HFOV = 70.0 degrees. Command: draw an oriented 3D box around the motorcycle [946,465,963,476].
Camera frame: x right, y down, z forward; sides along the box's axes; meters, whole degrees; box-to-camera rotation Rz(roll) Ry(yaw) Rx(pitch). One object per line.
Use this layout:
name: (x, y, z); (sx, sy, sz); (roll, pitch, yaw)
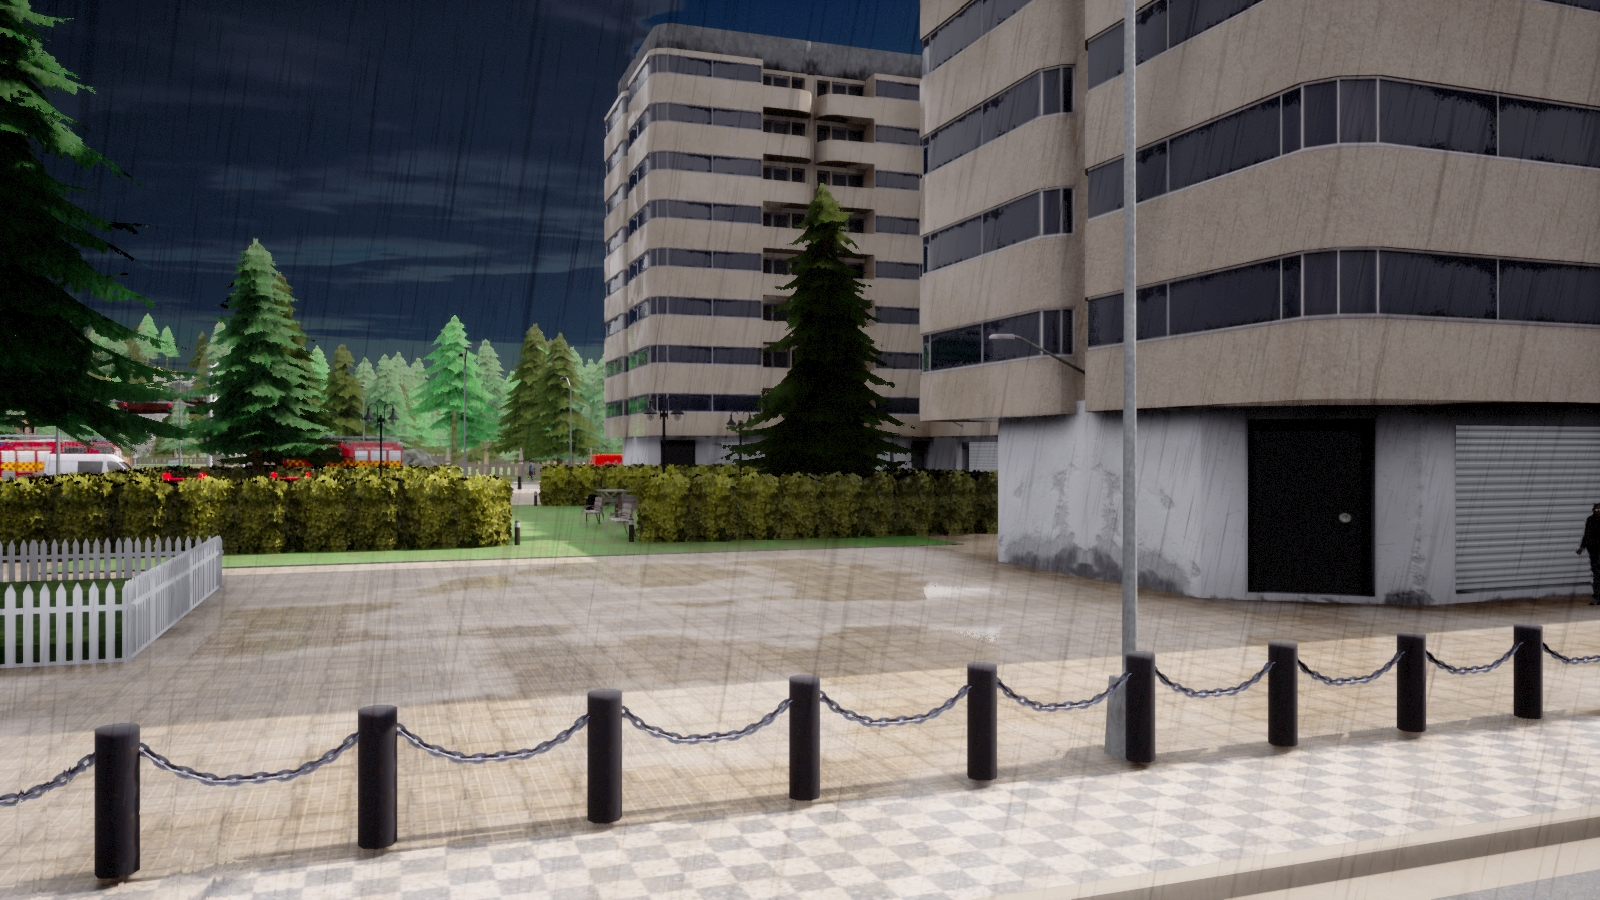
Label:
motorcycle: (16.084, 2.131, 119.009); (0.803, 1.199, 2.033); (0, 0, -20)

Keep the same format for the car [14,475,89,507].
car: (-38.243, 2.063, 58.523); (2.163, 1.488, 4.792); (0, 0, -20)
